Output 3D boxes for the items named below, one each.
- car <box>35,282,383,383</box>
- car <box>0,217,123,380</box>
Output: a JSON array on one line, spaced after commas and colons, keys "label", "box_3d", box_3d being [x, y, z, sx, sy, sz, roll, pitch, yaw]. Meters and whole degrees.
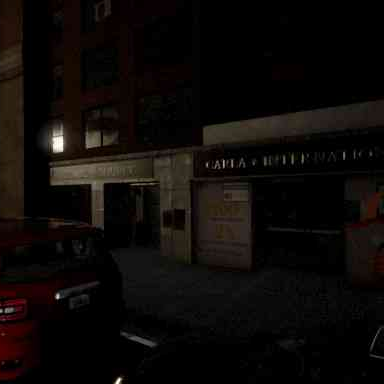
[{"label": "car", "box_3d": [1.248, 1.551, 1.965, 4.403, 1.369, 2.008, 0, -1, 35]}, {"label": "car", "box_3d": [-3.214, 1.318, 5.148, 5.009, 1.841, 2.192, 0, -1, 35]}]
